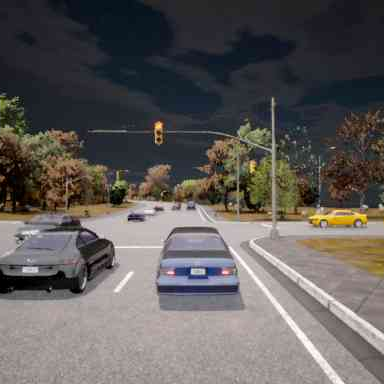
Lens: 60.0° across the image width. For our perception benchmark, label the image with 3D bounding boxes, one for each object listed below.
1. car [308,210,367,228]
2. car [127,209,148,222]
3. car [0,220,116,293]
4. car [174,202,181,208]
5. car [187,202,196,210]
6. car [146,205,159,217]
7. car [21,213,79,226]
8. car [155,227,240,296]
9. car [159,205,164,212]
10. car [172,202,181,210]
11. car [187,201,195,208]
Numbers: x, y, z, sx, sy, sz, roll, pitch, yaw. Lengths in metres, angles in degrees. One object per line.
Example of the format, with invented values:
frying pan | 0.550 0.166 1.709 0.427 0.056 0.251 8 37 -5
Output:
car | 12.965 2.369 29.720 5.008 1.535 1.882 0 -3 -2
car | -6.963 3.036 41.518 1.895 1.301 4.718 0 -2 -3
car | -3.444 1.666 9.100 1.994 1.385 4.181 0 -1 0
car | -3.845 3.433 88.309 1.837 1.490 4.892 0 0 -4
car | -0.200 3.314 77.872 2.097 1.767 4.553 0 0 0
car | -7.241 3.435 57.178 1.812 1.442 4.674 0 -1 0
car | -7.144 1.819 16.992 2.128 1.511 4.902 0 -2 0
car | 0.069 1.647 8.991 2.033 1.411 5.357 0 -1 -1
car | -7.185 3.582 72.079 1.895 1.301 4.718 0 0 0
car | -3.701 3.489 78.333 1.812 1.442 4.674 0 0 0
car | -0.321 3.248 88.051 1.882 1.535 5.008 0 0 -4
